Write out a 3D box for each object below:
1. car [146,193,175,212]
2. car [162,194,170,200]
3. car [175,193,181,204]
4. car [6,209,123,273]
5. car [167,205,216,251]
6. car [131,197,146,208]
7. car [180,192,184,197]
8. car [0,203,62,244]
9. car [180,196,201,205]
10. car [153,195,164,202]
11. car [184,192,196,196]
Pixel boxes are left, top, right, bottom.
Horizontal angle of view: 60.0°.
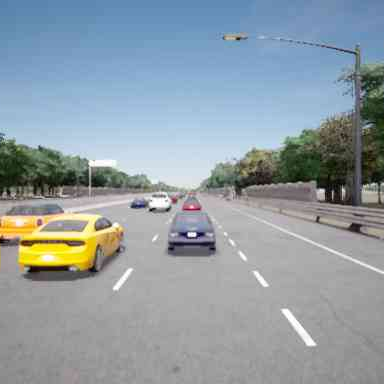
[{"bbox_3d":[-3.511,1.099,37.791,2.150,2.045,5.566,0,0,0],"label":"car"},{"bbox_3d":[-7.019,1.214,90.495,1.882,1.535,5.008,0,0,0],"label":"car"},{"bbox_3d":[-3.513,1.292,59.834,1.882,1.535,5.008,0,0,0],"label":"car"},{"bbox_3d":[-3.500,1.442,10.557,1.882,1.535,5.008,0,0,0],"label":"car"},{"bbox_3d":[-0.005,1.500,13.914,2.033,1.411,5.357,0,0,0],"label":"car"},{"bbox_3d":[-7.009,1.419,45.398,1.994,1.385,4.181,0,0,0],"label":"car"},{"bbox_3d":[-3.518,1.219,87.918,1.882,1.535,5.008,0,0,0],"label":"car"},{"bbox_3d":[-7.002,1.299,15.615,2.097,1.767,4.553,0,0,0],"label":"car"},{"bbox_3d":[-0.008,1.449,35.155,1.994,1.385,4.181,0,0,0],"label":"car"},{"bbox_3d":[-7.015,1.315,69.186,1.812,1.442,4.674,0,0,0],"label":"car"},{"bbox_3d":[-0.014,1.294,64.055,2.128,1.511,4.902,0,0,0],"label":"car"}]
